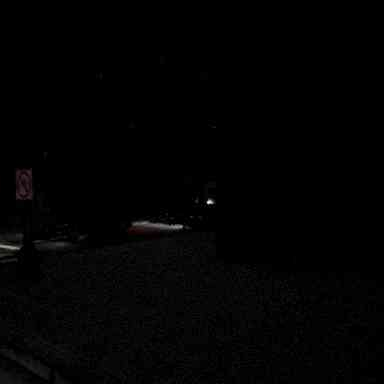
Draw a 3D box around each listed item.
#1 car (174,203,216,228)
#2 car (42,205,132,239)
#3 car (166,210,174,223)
[{"bbox_3d":[1.423,1.588,22.486,2.033,1.411,5.357,0,0,36],"label":"car"},{"bbox_3d":[-5.468,1.515,17.905,1.882,1.535,5.008,0,0,35],"label":"car"},{"bbox_3d":[-0.051,1.581,25.504,1.812,1.442,4.674,0,0,36],"label":"car"}]
